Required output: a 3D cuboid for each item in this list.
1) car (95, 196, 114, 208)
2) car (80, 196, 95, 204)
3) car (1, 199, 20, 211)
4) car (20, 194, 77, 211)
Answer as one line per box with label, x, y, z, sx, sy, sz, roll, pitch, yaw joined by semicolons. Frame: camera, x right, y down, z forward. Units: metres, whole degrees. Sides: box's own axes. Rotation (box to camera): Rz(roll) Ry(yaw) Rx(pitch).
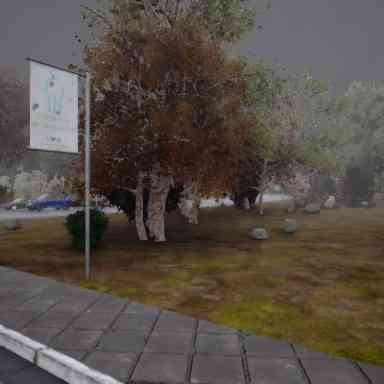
car;-11.033;1.312;47.945;2.097;1.767;4.553;0;0;37
car;-14.844;1.319;48.739;2.097;1.767;4.553;0;0;38
car;-20.830;1.498;41.122;1.837;1.490;4.892;0;0;38
car;-17.130;1.212;40.145;2.150;2.045;5.566;0;0;39
